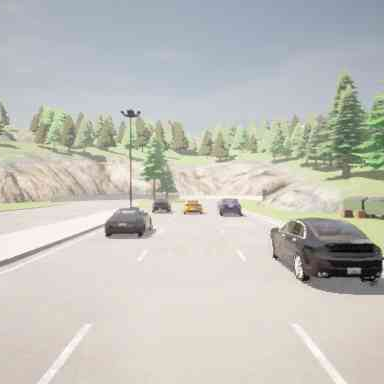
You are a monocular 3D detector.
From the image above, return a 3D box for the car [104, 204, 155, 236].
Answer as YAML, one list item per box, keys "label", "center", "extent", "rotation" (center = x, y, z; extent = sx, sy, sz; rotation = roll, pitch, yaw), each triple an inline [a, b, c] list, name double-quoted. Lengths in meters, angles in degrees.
- label: "car"
  center: [-3.403, 1.563, 18.312]
  extent: [1.994, 1.385, 4.181]
  rotation: [0, 0, 0]

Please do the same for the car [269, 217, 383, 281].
- label: "car"
  center: [3.598, 1.504, 9.788]
  extent: [1.837, 1.490, 4.892]
  rotation: [0, 0, 0]

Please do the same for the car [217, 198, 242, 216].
- label: "car"
  center: [3.593, 1.351, 32.783]
  extent: [2.097, 1.767, 4.553]
  rotation: [0, 0, 0]

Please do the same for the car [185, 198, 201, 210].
- label: "car"
  center: [0.128, 1.546, 44.501]
  extent: [2.033, 1.411, 5.357]
  rotation: [0, 0, 1]

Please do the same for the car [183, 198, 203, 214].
- label: "car"
  center: [0.088, 1.477, 34.674]
  extent: [1.882, 1.535, 5.008]
  rotation: [0, 0, 0]

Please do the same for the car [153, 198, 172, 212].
- label: "car"
  center: [-3.407, 1.503, 37.998]
  extent: [1.837, 1.490, 4.892]
  rotation: [0, 0, 0]
